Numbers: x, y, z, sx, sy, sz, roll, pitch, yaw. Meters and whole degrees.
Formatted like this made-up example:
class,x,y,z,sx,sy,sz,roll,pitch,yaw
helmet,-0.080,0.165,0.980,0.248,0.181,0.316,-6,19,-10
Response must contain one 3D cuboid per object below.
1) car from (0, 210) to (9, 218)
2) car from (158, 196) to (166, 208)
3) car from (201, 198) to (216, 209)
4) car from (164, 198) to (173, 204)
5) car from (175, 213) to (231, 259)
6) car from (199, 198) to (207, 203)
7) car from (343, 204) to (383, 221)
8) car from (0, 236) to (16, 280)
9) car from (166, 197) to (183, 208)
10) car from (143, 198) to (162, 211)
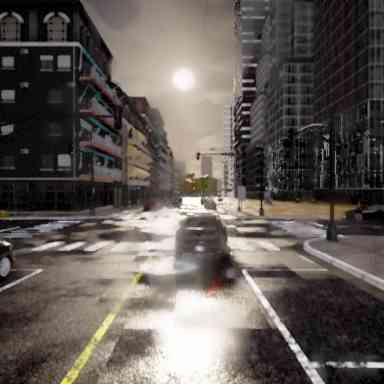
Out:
class,x,y,z,sx,sy,sz,roll,pitch,yaw
car,-17.809,1.687,27.425,4.829,1.417,1.752,0,1,0
car,-5.559,1.793,51.134,1.967,1.590,4.097,-1,0,0
car,2.790,1.899,51.167,1.887,1.381,4.507,-1,0,0
car,-5.476,2.140,79.377,1.802,1.307,4.206,-1,0,0
car,0.471,1.607,13.060,1.837,1.490,4.892,0,-1,5
car,2.887,2.145,85.060,1.887,1.381,4.507,-1,0,0
car,14.750,1.660,27.386,4.313,1.339,1.947,0,1,0
car,-5.683,1.601,7.419,2.008,1.369,4.403,-1,0,0
car,-2.920,1.940,54.307,1.994,1.385,4.181,0,0,0
car,-5.573,1.858,45.485,1.887,1.381,4.507,-1,0,0
